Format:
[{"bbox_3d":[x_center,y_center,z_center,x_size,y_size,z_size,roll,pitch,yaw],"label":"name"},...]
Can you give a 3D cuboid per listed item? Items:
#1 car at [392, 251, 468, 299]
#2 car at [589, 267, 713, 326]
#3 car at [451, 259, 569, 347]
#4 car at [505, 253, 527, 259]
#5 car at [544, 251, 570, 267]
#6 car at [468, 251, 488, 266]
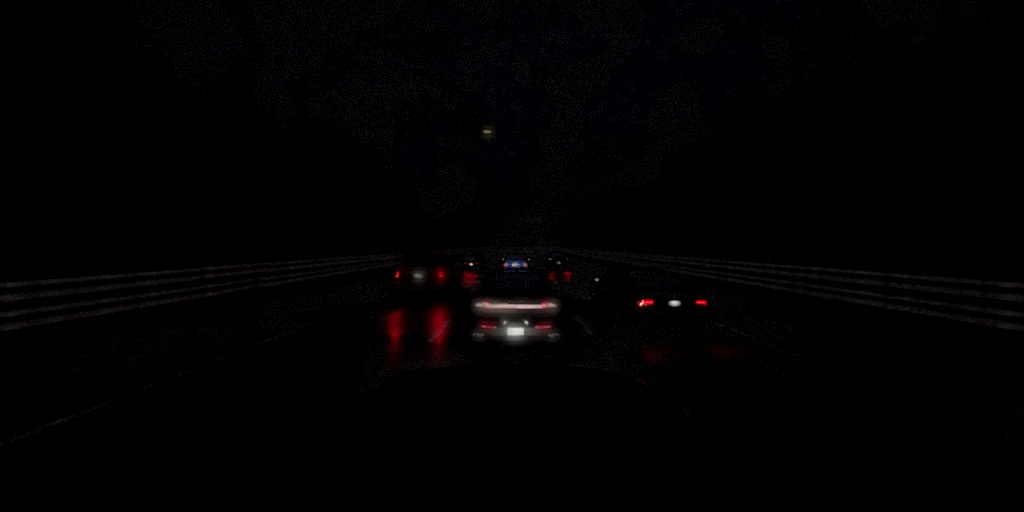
[{"bbox_3d":[-3.302,0.667,14.899,2.097,1.767,4.553,0,2,1],"label":"car"},{"bbox_3d":[3.641,1.013,10.448,2.033,1.411,5.357,0,2,1],"label":"car"},{"bbox_3d":[0.110,1.014,8.606,2.128,1.511,4.902,0,2,1],"label":"car"},{"bbox_3d":[0.272,0.517,25.469,2.033,1.411,5.357,0,2,1],"label":"car"},{"bbox_3d":[3.846,0.307,31.258,1.812,1.442,4.674,0,2,1],"label":"car"},{"bbox_3d":[-3.164,0.308,30.475,1.837,1.490,4.892,0,2,1],"label":"car"}]
